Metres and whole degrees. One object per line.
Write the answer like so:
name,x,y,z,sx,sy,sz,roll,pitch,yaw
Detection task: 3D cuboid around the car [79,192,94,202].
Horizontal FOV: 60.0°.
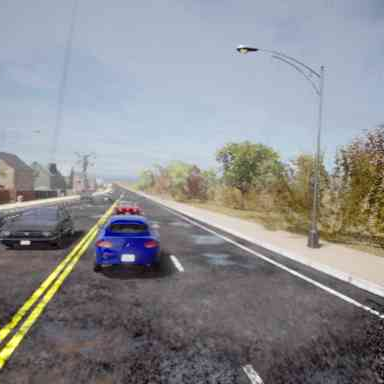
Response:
car,-17.370,0.723,55.041,2.033,1.411,5.357,2,0,-11

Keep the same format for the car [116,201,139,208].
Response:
car,-5.451,1.410,28.204,1.895,1.301,4.718,2,0,-11

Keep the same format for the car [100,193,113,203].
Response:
car,-14.185,0.925,55.663,2.128,1.511,4.902,2,0,-11

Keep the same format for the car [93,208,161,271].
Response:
car,-2.019,1.459,10.532,1.812,1.442,4.674,2,0,-11

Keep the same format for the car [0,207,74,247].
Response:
car,-6.214,1.338,14.051,2.033,1.411,5.357,2,0,-11
